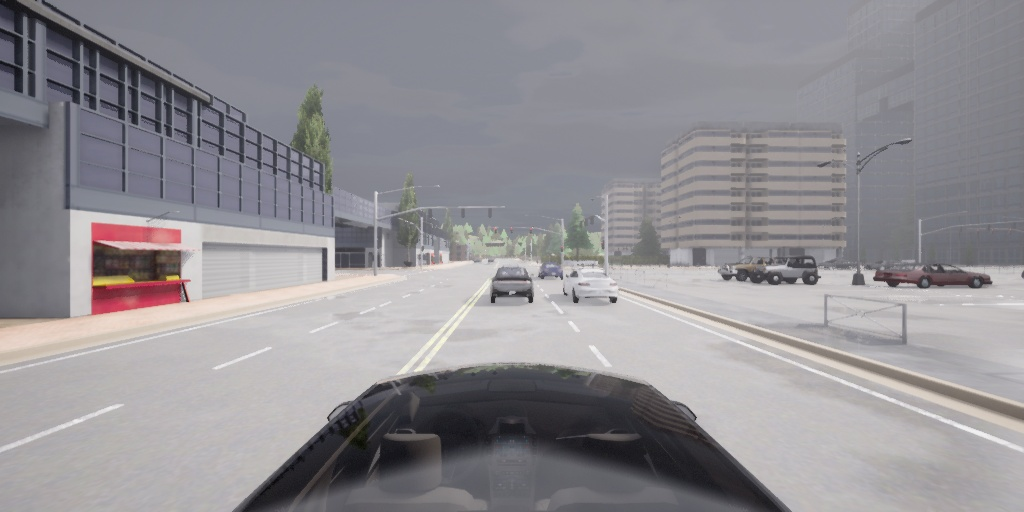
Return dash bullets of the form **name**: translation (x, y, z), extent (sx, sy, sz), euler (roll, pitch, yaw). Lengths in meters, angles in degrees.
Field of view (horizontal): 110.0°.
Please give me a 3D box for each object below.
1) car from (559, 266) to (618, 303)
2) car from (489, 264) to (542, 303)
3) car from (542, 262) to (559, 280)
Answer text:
- **car**: translation (3.500, 1.282, 16.500), extent (1.812, 1.442, 4.674), euler (0, 0, 0)
- **car**: translation (0.000, 1.244, 16.500), extent (2.128, 1.511, 4.902), euler (0, 0, 0)
- **car**: translation (3.373, 1.282, 31.617), extent (1.812, 1.442, 4.674), euler (0, 0, -1)
